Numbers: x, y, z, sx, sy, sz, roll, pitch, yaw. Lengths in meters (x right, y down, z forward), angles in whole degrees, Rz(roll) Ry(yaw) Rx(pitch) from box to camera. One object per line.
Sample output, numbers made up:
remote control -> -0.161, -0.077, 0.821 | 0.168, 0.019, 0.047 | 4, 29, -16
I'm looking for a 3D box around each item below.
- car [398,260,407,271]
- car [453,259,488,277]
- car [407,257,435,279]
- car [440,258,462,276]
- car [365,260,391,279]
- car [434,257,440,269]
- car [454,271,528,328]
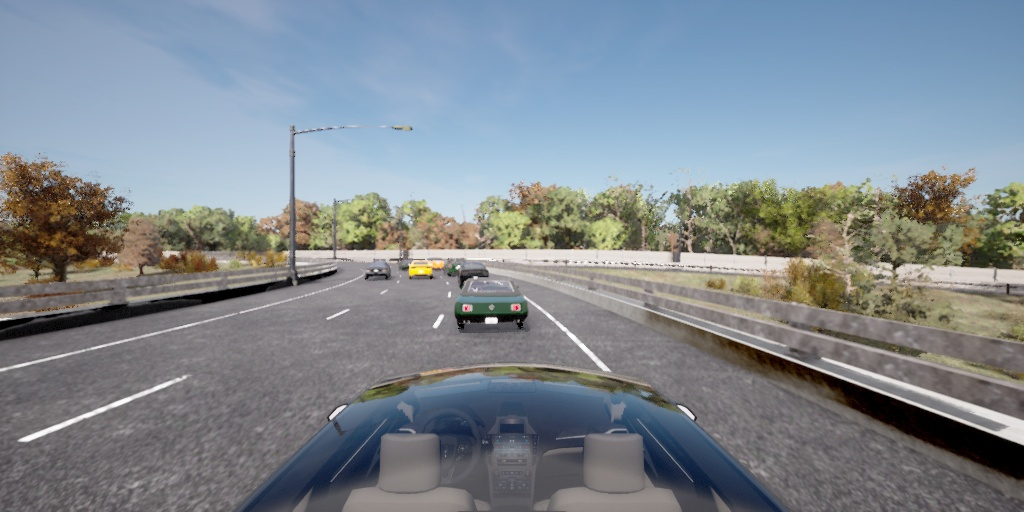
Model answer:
car -> -13.368, 1.163, 45.809 | 1.994, 1.385, 4.181 | 0, 0, -24
car -> -2.708, 1.149, 24.171 | 1.882, 1.535, 5.008 | 0, 0, -12
car -> -8.089, 1.126, 31.637 | 1.882, 1.535, 5.008 | 0, 0, -16
car -> -5.518, 0.985, 35.021 | 2.097, 1.767, 4.553 | 0, 0, -17
car -> -11.413, 1.201, 30.663 | 2.033, 1.411, 5.357 | 0, 0, -16
car -> -10.284, 0.947, 47.441 | 2.097, 1.767, 4.553 | 0, 0, -25
car -> -0.694, 1.317, 11.185 | 1.895, 1.301, 4.718 | 0, 0, -5
